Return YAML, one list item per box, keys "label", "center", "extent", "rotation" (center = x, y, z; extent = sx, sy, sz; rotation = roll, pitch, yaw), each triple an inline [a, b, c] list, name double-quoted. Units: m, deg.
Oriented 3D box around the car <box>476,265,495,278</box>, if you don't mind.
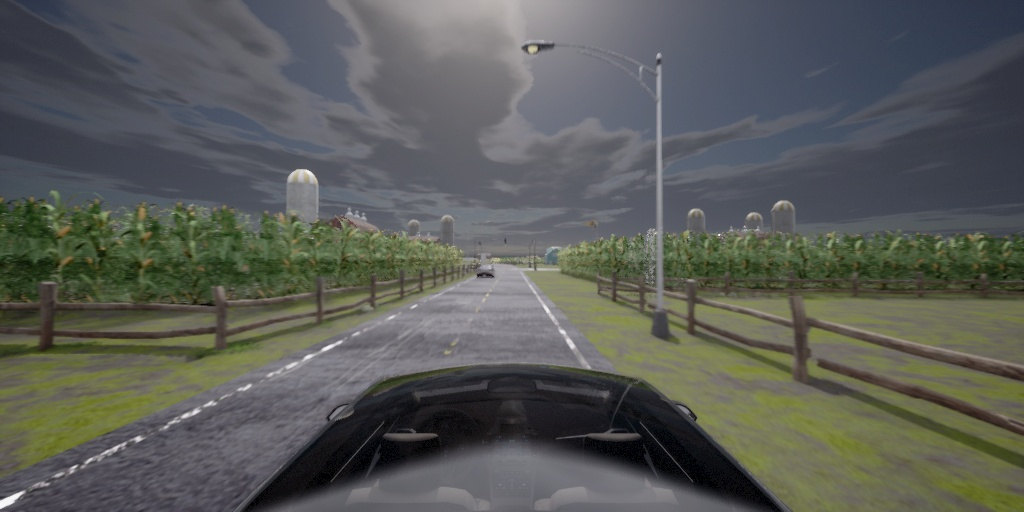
- label: "car"
  center: [-2.826, 1.686, 39.784]
  extent: [2.033, 1.411, 5.357]
  rotation: [0, -1, 0]
